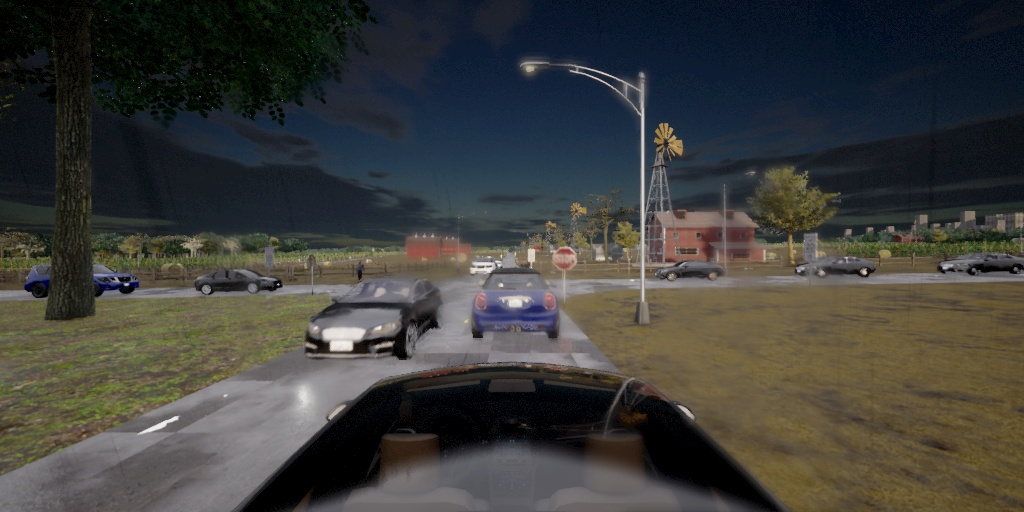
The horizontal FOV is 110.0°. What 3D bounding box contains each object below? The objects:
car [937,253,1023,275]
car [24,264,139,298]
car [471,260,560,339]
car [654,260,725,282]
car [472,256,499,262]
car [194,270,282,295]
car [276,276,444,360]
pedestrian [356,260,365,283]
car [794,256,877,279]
[{"bbox_3d":[33.383,0.558,25.547,4.902,1.511,2.128,-1,1,0],"label":"car"},{"bbox_3d":[-27.288,1.513,22.828,5.566,2.045,2.150,-1,1,0],"label":"car"},{"bbox_3d":[0.085,1.110,10.269,2.097,1.767,4.553,0,0,0],"label":"car"},{"bbox_3d":[12.656,1.010,25.677,4.674,1.442,1.812,-1,1,2],"label":"car"},{"bbox_3d":[-2.957,1.061,37.937,2.150,2.045,5.566,0,0,2],"label":"car"},{"bbox_3d":[-17.292,1.613,22.798,4.892,1.490,1.837,-1,1,0],"label":"car"},{"bbox_3d":[-2.862,1.247,8.468,2.128,1.511,4.902,0,0,0],"label":"car"},{"bbox_3d":[-12.197,1.234,28.749,0.375,1.860,0.375,0,2,0],"label":"pedestrian"},{"bbox_3d":[22.965,0.771,25.596,4.902,1.511,2.128,-1,1,0],"label":"car"}]
